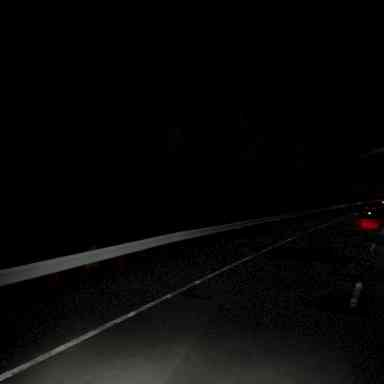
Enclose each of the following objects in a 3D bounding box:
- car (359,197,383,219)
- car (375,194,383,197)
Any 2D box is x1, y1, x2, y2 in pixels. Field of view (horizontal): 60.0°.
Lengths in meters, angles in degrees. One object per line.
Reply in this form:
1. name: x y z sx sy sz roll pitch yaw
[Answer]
1. car: 16.120 1.505 29.556 1.837 1.490 4.892 0 0 35
2. car: 22.196 1.221 38.081 2.150 2.045 5.566 0 0 36
